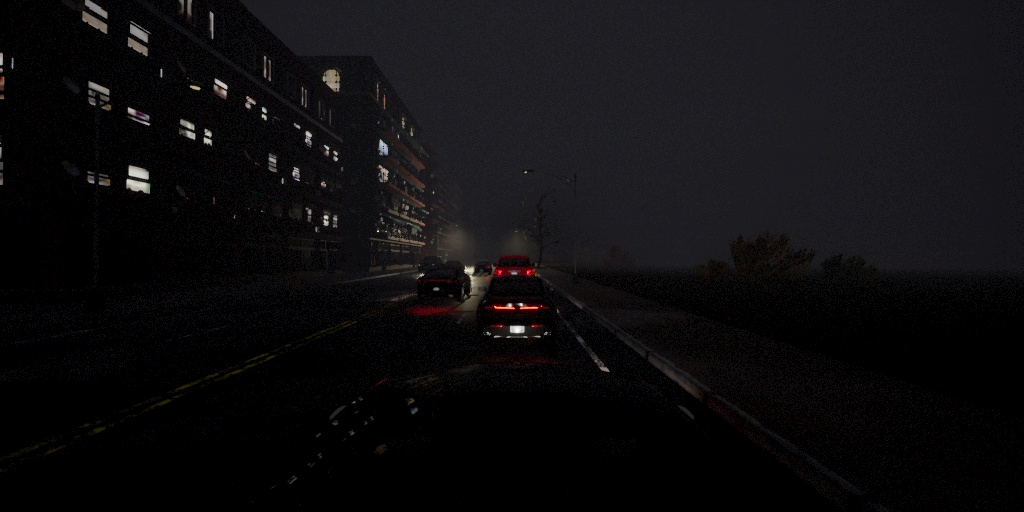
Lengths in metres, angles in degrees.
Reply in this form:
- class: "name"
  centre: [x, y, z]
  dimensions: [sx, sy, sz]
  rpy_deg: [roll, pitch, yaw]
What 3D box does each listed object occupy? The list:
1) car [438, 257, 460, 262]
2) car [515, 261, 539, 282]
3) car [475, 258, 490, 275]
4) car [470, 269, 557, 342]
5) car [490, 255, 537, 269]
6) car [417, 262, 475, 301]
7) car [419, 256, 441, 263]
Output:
- class: "car"
  centre: [-6.570, 1.231, 39.978]
  dimensions: [1.882, 1.535, 5.008]
  rpy_deg: [0, 0, 0]
- class: "car"
  centre: [1.162, 1.209, 30.516]
  dimensions: [1.801, 1.575, 5.366]
  rpy_deg: [0, 0, 0]
- class: "car"
  centre: [-3.119, 1.279, 39.154]
  dimensions: [1.812, 1.442, 4.674]
  rpy_deg: [0, 0, 0]
- class: "car"
  centre: [0.108, 1.256, 9.761]
  dimensions: [1.837, 1.490, 4.892]
  rpy_deg: [0, 0, 0]
- class: "car"
  centre: [0.115, 0.975, 20.109]
  dimensions: [2.150, 2.045, 5.566]
  rpy_deg: [0, 0, 0]
- class: "car"
  centre: [-3.137, 1.230, 17.356]
  dimensions: [1.882, 1.535, 5.008]
  rpy_deg: [0, 0, 0]
- class: "car"
  centre: [-9.815, 0.975, 43.554]
  dimensions: [2.150, 2.045, 5.566]
  rpy_deg: [0, 0, 0]
